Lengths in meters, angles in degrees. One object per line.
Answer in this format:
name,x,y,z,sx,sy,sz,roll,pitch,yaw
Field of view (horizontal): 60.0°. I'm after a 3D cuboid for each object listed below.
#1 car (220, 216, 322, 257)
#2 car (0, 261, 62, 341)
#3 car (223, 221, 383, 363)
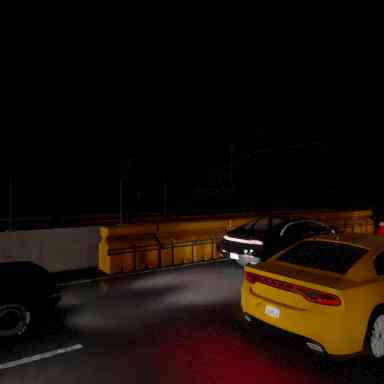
car,3.099,1.492,10.259,4.902,1.511,2.128,0,0,-36
car,-4.502,1.601,4.833,4.718,1.301,1.895,0,0,-36
car,3.111,1.478,5.969,5.008,1.535,1.882,0,0,-36
